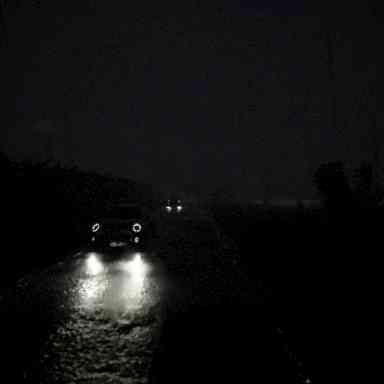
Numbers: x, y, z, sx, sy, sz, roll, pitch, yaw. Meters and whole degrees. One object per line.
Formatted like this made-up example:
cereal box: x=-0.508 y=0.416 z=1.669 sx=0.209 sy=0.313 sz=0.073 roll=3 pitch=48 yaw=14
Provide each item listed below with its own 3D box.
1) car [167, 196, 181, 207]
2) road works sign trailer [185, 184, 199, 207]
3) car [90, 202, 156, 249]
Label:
car: x=-2.815 y=1.431 z=53.643 sx=2.097 sy=1.767 sz=4.553 roll=0 pitch=0 yaw=0
road works sign trailer: x=-0.004 y=0.546 z=54.550 sx=2.380 sy=3.560 sz=2.880 roll=0 pitch=0 yaw=0
car: x=-2.846 y=1.360 z=14.574 sx=2.097 sy=1.767 sz=4.553 roll=0 pitch=0 yaw=1
